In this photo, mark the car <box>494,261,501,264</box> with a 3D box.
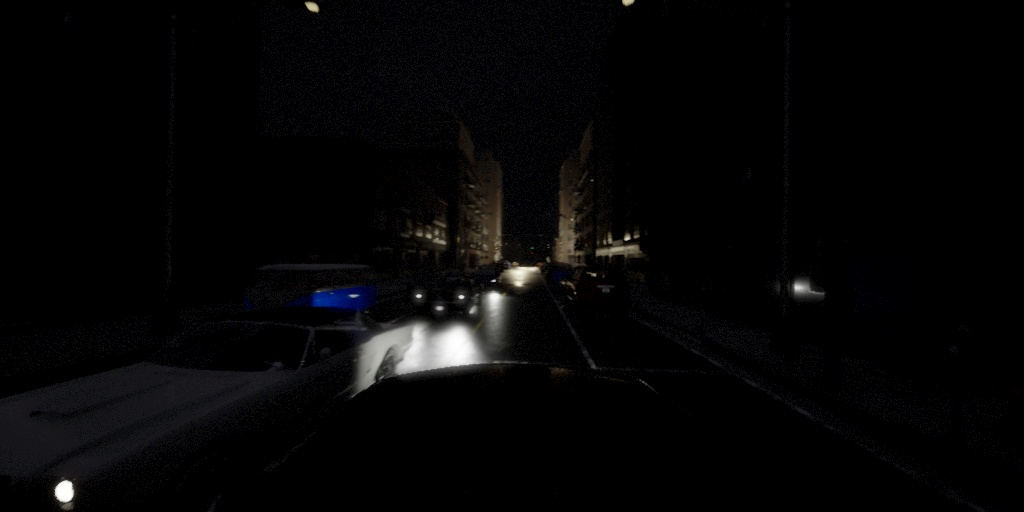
[{"bbox_3d":[-3.005,1.789,47.308,2.007,1.370,4.403,0,0,3],"label":"car"}]

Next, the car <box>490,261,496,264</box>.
[{"bbox_3d":[-3.315,1.694,41.742,1.751,1.417,4.829,0,0,3],"label":"car"}]

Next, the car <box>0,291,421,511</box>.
[{"bbox_3d":[-2.838,1.325,4.067,1.895,1.301,4.718,1,-1,6],"label":"car"}]

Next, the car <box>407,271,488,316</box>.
[{"bbox_3d":[-2.286,1.456,14.078,1.895,1.301,4.718,1,-1,3],"label":"car"}]

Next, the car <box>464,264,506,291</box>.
[{"bbox_3d":[-1.709,1.513,24.193,1.812,1.442,4.674,1,-1,3],"label":"car"}]

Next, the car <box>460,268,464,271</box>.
[{"bbox_3d":[-4.208,1.503,25.718,1.888,1.381,4.507,0,0,3],"label":"car"}]

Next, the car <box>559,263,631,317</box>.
[{"bbox_3d":[3.287,1.280,14.473,2.192,1.841,5.009,0,0,3],"label":"car"}]

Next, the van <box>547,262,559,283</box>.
[{"bbox_3d":[4.171,1.517,30.667,1.690,1.789,3.998,0,0,3],"label":"van"}]

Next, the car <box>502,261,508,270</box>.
[{"bbox_3d":[-2.403,1.693,58.103,2.192,1.841,5.009,0,0,3],"label":"car"}]

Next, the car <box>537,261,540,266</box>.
[{"bbox_3d":[5.938,2.035,63.053,1.967,1.591,4.097,0,0,3],"label":"car"}]

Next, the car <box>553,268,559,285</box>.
[{"bbox_3d":[3.582,1.586,19.871,2.007,1.370,4.403,0,0,3],"label":"car"}]

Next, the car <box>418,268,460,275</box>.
[{"bbox_3d":[-4.509,1.454,20.321,1.948,1.339,4.313,0,0,3],"label":"car"}]

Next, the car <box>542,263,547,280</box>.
[{"bbox_3d":[4.465,1.560,36.065,2.192,1.841,5.009,0,0,3],"label":"car"}]

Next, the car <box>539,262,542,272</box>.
[{"bbox_3d":[5.653,2.051,57.825,1.751,1.417,4.829,0,0,3],"label":"car"}]

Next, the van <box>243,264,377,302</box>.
[{"bbox_3d":[-5.111,1.088,9.526,1.690,1.789,3.998,0,0,3],"label":"van"}]

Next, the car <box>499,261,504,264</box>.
[{"bbox_3d":[-2.704,1.874,52.705,1.948,1.339,4.313,0,0,3],"label":"car"}]
